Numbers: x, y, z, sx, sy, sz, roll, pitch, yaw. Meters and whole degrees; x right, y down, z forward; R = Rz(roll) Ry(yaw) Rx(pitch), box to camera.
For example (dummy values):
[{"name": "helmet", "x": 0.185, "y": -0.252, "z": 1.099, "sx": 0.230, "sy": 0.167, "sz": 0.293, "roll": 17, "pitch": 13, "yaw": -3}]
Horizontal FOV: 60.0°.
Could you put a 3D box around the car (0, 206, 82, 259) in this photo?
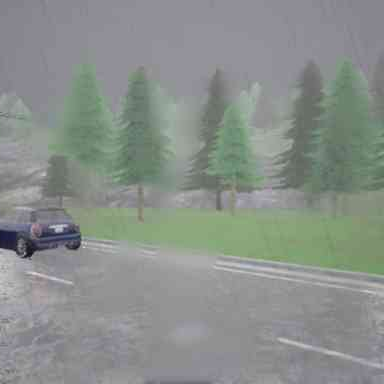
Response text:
[{"name": "car", "x": -6.332, "y": 1.326, "z": 12.765, "sx": 4.553, "sy": 1.767, "sz": 2.097, "roll": 0, "pitch": 0, "yaw": 36}]
